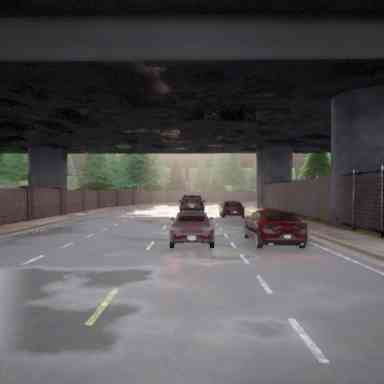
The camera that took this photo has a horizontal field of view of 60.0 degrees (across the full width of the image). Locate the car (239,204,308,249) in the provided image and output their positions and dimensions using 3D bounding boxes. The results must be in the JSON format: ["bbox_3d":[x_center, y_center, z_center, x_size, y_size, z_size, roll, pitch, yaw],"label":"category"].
[{"bbox_3d":[3.500,1.485,14.650,1.882,1.535,5.008,0,0,0],"label":"car"}]

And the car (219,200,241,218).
[{"bbox_3d":[3.500,1.485,29.650,1.882,1.535,5.008,0,0,0],"label":"car"}]

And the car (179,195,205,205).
[{"bbox_3d":[0.000,1.258,29.680,2.150,2.045,5.566,0,0,0],"label":"car"}]

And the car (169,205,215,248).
[{"bbox_3d":[0.000,1.533,14.650,1.812,1.442,4.674,0,0,0],"label":"car"}]
